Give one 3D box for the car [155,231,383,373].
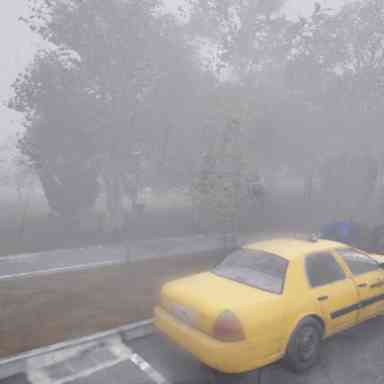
[{"bbox_3d":[2.026,1.424,5.577,5.366,1.575,1.946,-2,1,-34],"label":"car"}]
